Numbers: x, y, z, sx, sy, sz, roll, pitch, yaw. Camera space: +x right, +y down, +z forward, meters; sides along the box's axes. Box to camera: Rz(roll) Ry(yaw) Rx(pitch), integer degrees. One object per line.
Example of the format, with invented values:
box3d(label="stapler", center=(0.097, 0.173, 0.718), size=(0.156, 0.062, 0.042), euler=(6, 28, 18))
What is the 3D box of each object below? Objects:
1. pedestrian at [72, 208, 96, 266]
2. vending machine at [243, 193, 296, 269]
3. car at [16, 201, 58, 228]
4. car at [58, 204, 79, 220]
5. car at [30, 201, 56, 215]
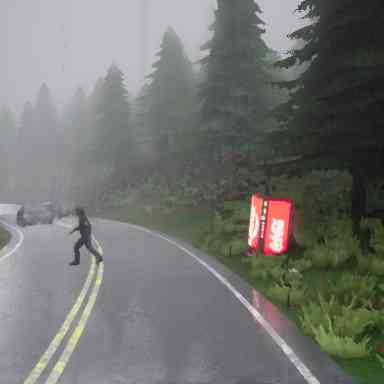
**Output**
box3d(label="pedestrian", center=(-3.295, 1.332, 10.035), size=(0.375, 1.860, 0.375), euler=(-6, 6, -14))
box3d(label="vending machine", center=(2.303, 1.137, 10.008), size=(1.100, 2.100, 0.880), euler=(4, 4, -13))
box3d(label="car", center=(-11.965, 1.644, 25.194), size=(2.097, 1.767, 4.553), euler=(-3, 1, -33))
box3d(label="car", center=(-11.978, 1.812, 31.295), size=(1.895, 1.301, 4.718), euler=(-3, 1, -34))
box3d(label="car", center=(-17.885, 1.887, 39.780), size=(1.837, 1.490, 4.892), euler=(-3, 1, -35))
